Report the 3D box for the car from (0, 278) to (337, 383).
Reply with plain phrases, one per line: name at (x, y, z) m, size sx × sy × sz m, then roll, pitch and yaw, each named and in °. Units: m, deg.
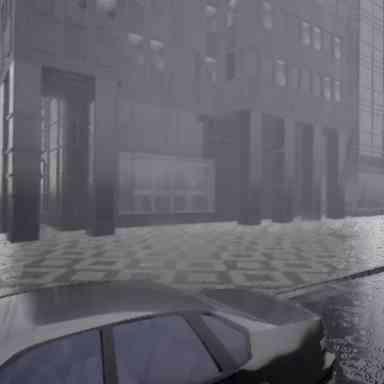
car at (-1.046, 1.551, 2.624) m, size 5.357 × 1.411 × 2.033 m, roll 0°, pitch 0°, yaw -36°
